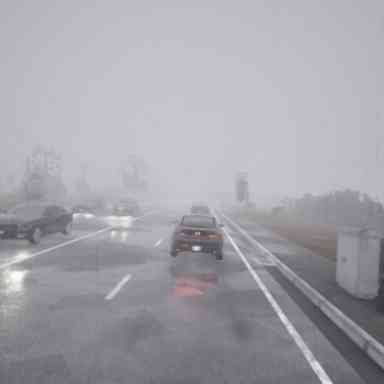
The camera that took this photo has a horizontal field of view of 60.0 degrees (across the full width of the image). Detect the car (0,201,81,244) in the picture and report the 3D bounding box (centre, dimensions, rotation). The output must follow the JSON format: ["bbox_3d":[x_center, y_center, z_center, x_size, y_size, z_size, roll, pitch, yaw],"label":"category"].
[{"bbox_3d":[-6.824,1.201,14.499,1.882,1.535,5.008,3,0,1],"label":"car"}]

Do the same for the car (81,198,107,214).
[{"bbox_3d":[-9.800,1.254,32.331,2.033,1.411,5.357,3,-1,2],"label":"car"}]

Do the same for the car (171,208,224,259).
[{"bbox_3d":[0.234,1.647,13.457,1.837,1.490,4.892,3,-1,2],"label":"car"}]

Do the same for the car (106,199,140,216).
[{"bbox_3d":[-6.300,1.408,32.368,2.128,1.511,4.902,3,-1,2],"label":"car"}]

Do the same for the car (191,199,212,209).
[{"bbox_3d":[0.847,1.851,35.836,1.882,1.535,5.008,3,-1,2],"label":"car"}]
